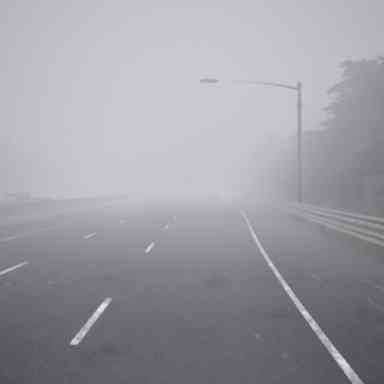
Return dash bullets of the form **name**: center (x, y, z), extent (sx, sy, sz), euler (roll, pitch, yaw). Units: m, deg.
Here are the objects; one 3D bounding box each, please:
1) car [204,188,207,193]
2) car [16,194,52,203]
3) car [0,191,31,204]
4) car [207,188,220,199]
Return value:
- **car**: center (5.164, 0.228, 95.125), extent (1.895, 1.301, 4.718), euler (0, 1, 1)
- **car**: center (-17.077, 1.269, 37.106), extent (1.837, 1.490, 4.892), euler (0, 1, 1)
- **car**: center (-20.547, 0.969, 38.529), extent (2.150, 2.045, 5.566), euler (0, 1, 1)
- **car**: center (4.642, 0.547, 68.776), extent (2.097, 1.767, 4.553), euler (0, 1, 1)
